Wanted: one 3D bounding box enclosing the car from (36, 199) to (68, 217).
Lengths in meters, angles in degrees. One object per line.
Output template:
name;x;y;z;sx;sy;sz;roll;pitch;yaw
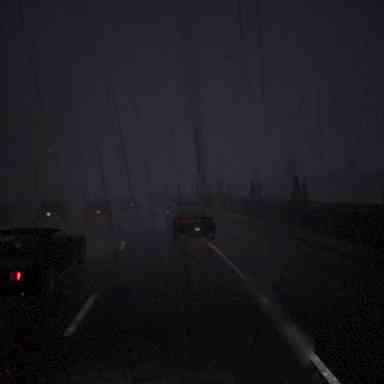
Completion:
car;-10.995;1.336;26.282;1.837;1.490;4.892;0;0;-16

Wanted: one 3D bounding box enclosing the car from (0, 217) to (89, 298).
car;-3.980;1.545;8.233;1.895;1.301;4.718;0;0;-5

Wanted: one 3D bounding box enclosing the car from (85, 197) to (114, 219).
car;-7.436;1.289;26.524;1.882;1.535;5.008;0;0;-15

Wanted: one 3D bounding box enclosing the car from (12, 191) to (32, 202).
car;-30.151;0.900;59.538;2.150;2.045;5.566;0;0;-19

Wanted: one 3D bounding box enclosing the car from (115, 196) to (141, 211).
car;-6.985;1.287;36.858;1.994;1.385;4.181;0;0;-20

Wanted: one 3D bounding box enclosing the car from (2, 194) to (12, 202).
car;-36.084;1.182;65.719;2.128;1.511;4.902;0;0;-20

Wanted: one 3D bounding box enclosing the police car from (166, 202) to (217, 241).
police car;-0.193;1.292;16.123;1.930;1.638;5.238;0;0;-9
